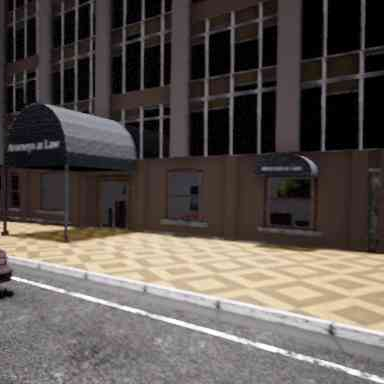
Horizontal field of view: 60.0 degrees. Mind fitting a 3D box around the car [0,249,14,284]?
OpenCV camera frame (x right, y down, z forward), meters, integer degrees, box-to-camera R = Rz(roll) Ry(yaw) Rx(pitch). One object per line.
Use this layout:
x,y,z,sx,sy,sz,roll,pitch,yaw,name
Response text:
-6.483,1.535,7.955,5.357,1.411,2.033,0,0,33,car
